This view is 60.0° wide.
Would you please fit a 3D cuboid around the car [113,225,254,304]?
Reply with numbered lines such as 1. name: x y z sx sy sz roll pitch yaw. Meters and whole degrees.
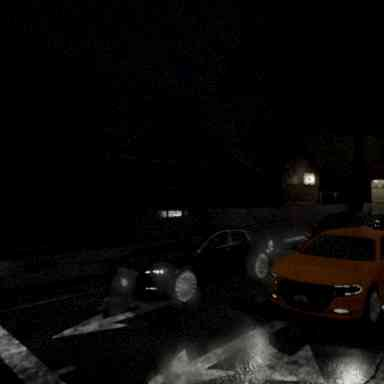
1. car: 0.306 1.665 8.800 4.902 1.511 2.128 0 -2 -45

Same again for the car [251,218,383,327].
1. car: 3.653 1.585 7.536 5.008 1.535 1.882 0 -2 -45

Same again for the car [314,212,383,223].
1. car: 7.018 1.729 15.409 4.892 1.490 1.837 0 -2 -45
